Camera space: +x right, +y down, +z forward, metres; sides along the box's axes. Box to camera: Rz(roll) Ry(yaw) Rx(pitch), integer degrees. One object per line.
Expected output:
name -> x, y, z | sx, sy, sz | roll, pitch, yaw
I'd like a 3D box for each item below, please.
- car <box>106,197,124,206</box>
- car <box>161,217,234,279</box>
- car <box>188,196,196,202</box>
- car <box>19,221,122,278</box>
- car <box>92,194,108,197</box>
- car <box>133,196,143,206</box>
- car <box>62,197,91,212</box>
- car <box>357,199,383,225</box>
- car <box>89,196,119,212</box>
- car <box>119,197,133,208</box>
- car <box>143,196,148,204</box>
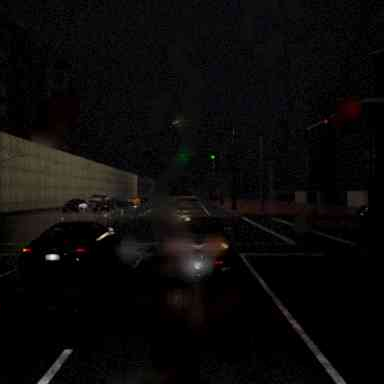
car -> -13.999, 1.672, 60.831 | 2.033, 1.411, 5.357 | 0, 0, 1
car -> 0.205, 1.512, 10.154 | 2.128, 1.511, 4.902 | 0, 0, 2
car -> 0.033, 1.689, 80.578 | 2.128, 1.511, 4.902 | 0, 0, 0
car -> -3.463, 1.585, 10.226 | 1.994, 1.385, 4.181 | 0, 0, 0
car -> -14.071, 1.324, 50.207 | 2.150, 2.045, 5.566 | 0, 0, 1
car -> -10.521, 1.599, 59.531 | 1.882, 1.535, 5.008 | 0, 0, 1
car -> -14.074, 1.588, 40.352 | 1.837, 1.490, 4.892 | 0, 0, 0
car -> 15.109, 1.271, 24.210 | 5.566, 2.045, 2.150 | 0, 0, 0
car -> -10.575, 1.608, 40.321 | 1.812, 1.442, 4.674 | 0, 0, 0
car -> -10.565, 1.702, 49.428 | 1.895, 1.301, 4.718 | 0, 0, 0
car -> -10.471, 1.616, 69.691 | 1.882, 1.535, 5.008 | 0, 0, 0
